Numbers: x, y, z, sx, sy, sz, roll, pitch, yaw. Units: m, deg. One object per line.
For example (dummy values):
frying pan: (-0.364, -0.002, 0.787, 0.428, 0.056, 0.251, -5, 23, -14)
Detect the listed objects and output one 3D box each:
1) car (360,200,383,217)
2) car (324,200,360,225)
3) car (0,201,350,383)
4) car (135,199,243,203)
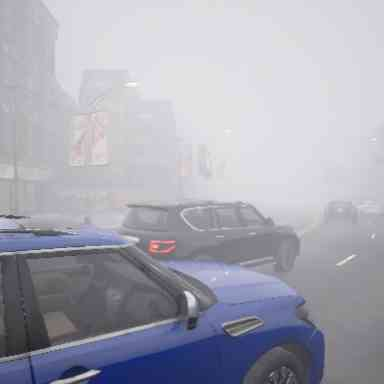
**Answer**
car: (16.638, 1.511, 31.231, 1.812, 1.442, 4.674, 0, 0, 14)
car: (10.913, 1.339, 24.530, 2.097, 1.767, 4.553, 0, 0, 23)
car: (-1.332, 1.220, 2.603, 5.566, 2.045, 2.150, 0, 0, -35)
car: (0.649, 1.215, 8.725, 5.566, 2.045, 2.150, 0, 0, -44)
